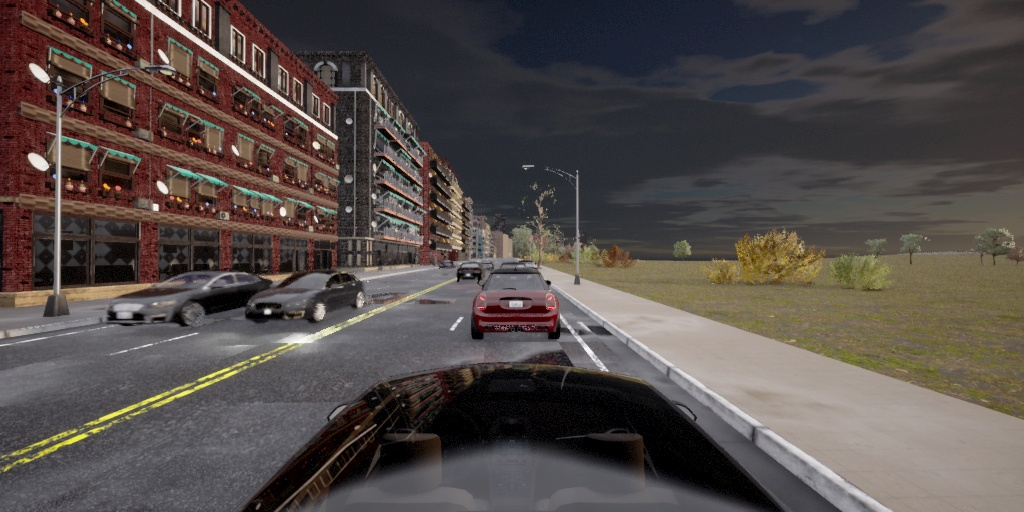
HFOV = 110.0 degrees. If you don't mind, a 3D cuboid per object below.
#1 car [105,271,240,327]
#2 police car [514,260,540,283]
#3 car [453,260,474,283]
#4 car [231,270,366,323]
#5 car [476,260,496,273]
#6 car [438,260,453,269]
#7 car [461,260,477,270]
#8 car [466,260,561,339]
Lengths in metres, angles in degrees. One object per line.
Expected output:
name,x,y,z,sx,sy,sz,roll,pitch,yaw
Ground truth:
car,-9.864,1.243,11.578,2.128,1.511,4.902,0,0,0
police car,1.104,1.179,29.464,1.930,1.638,5.238,0,0,0
car,-3.184,1.231,28.535,1.882,1.535,5.008,0,0,0
car,-6.614,1.256,12.125,1.837,1.490,4.892,0,0,0
car,-3.198,1.245,45.097,2.128,1.511,4.902,0,0,0
car,-9.904,1.316,54.537,1.994,1.385,4.181,0,0,0
car,-6.654,1.316,55.372,1.994,1.385,4.181,0,0,0
car,0.082,1.104,10.196,2.097,1.767,4.553,0,0,0
